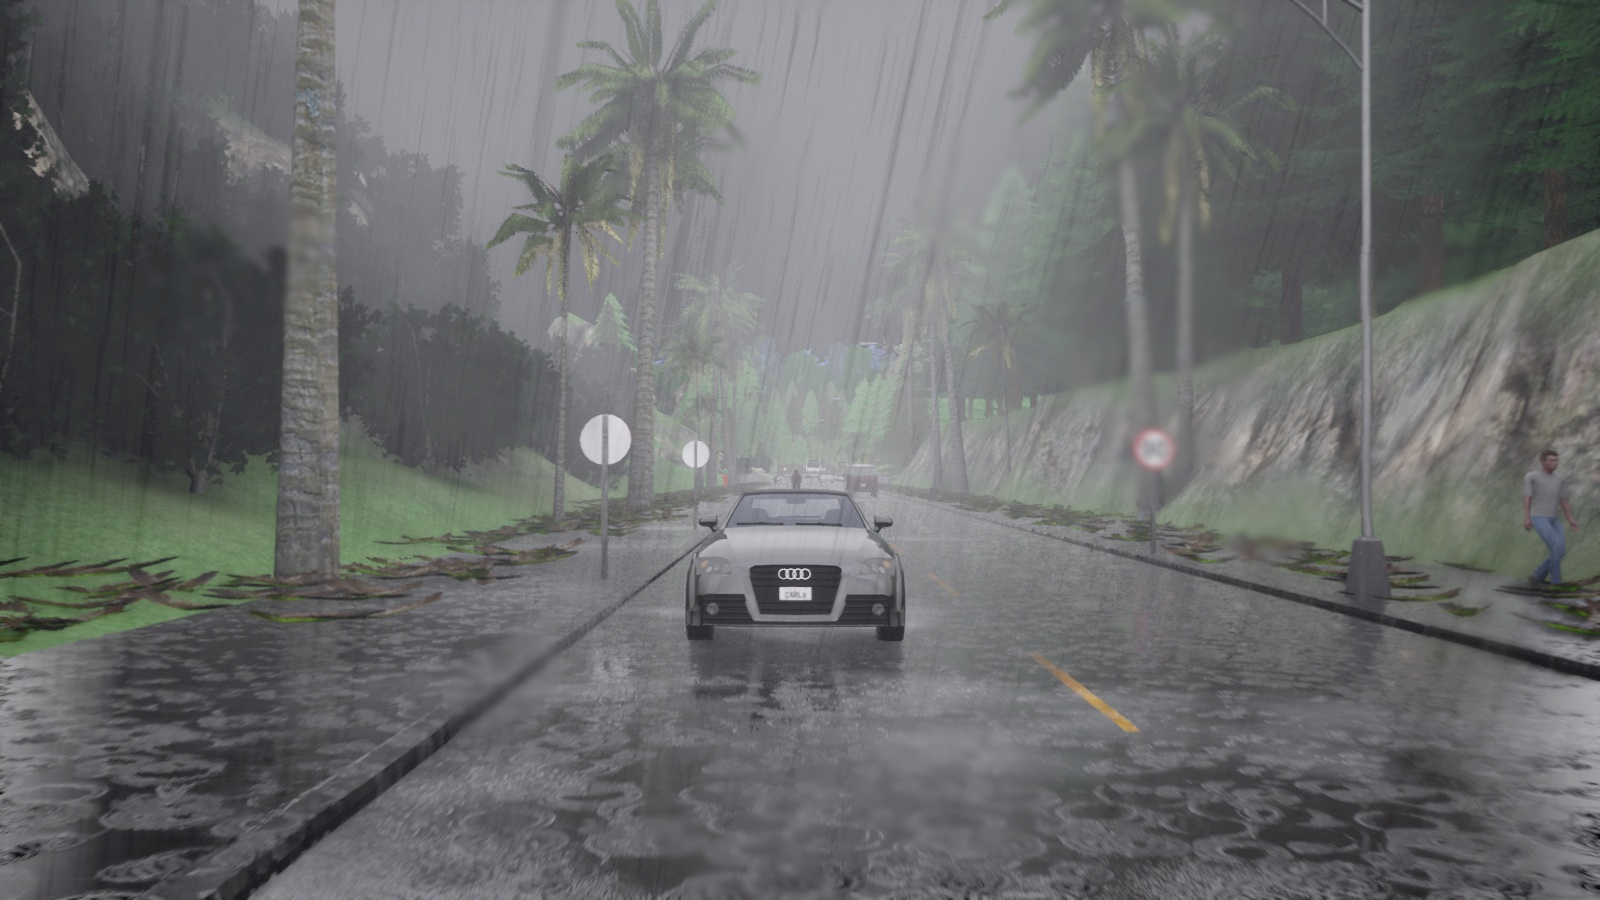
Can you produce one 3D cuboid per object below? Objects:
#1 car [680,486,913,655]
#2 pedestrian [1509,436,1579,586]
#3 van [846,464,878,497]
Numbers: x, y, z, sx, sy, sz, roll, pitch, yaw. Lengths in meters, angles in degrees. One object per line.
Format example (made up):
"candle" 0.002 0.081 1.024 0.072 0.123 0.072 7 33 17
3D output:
"car" -0.035 1.094 12.836 1.994 1.385 4.181 0 -1 0
"pedestrian" 9.286 0.749 15.684 0.354 1.836 0.706 0 -1 -11
"van" 3.782 1.844 77.179 1.775 1.987 4.442 0 -1 0
